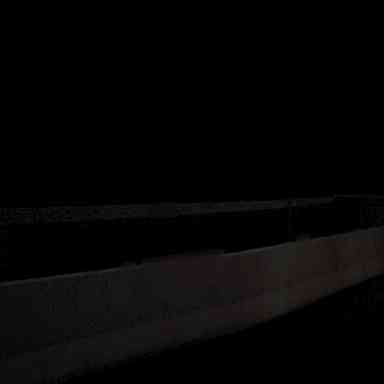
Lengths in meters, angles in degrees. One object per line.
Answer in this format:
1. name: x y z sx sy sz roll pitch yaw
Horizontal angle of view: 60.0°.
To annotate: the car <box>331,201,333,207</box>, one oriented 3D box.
1. car: 23.051 1.563 51.283 2.033 1.411 5.357 0 0 37
